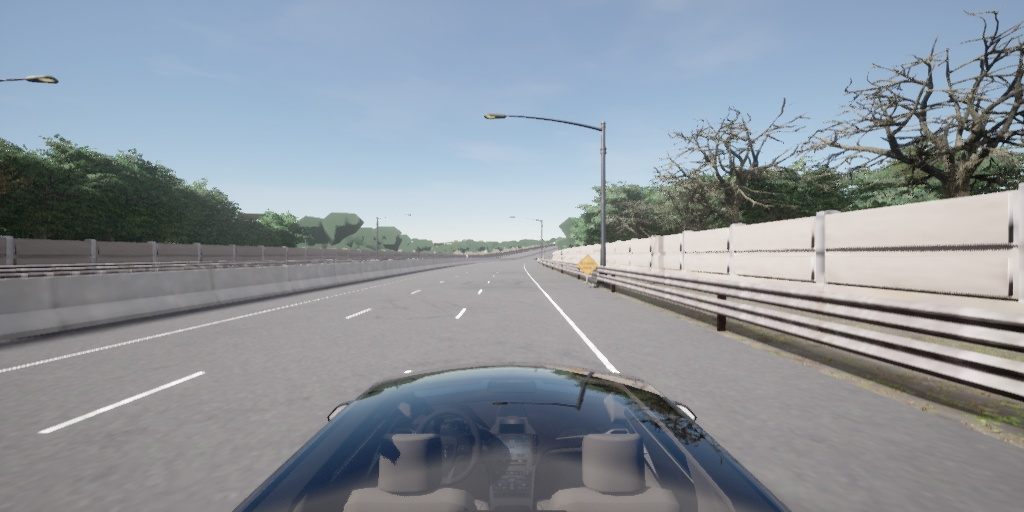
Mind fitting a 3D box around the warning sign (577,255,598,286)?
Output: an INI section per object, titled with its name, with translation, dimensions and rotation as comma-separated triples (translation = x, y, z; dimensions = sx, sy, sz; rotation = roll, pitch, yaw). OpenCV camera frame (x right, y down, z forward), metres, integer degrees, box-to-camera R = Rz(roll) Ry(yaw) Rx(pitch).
[warning sign]
translation = 4.550, 0.840, 21.817
dimensions = 1.300, 1.860, 1.060
rotation = 0, 0, 0
